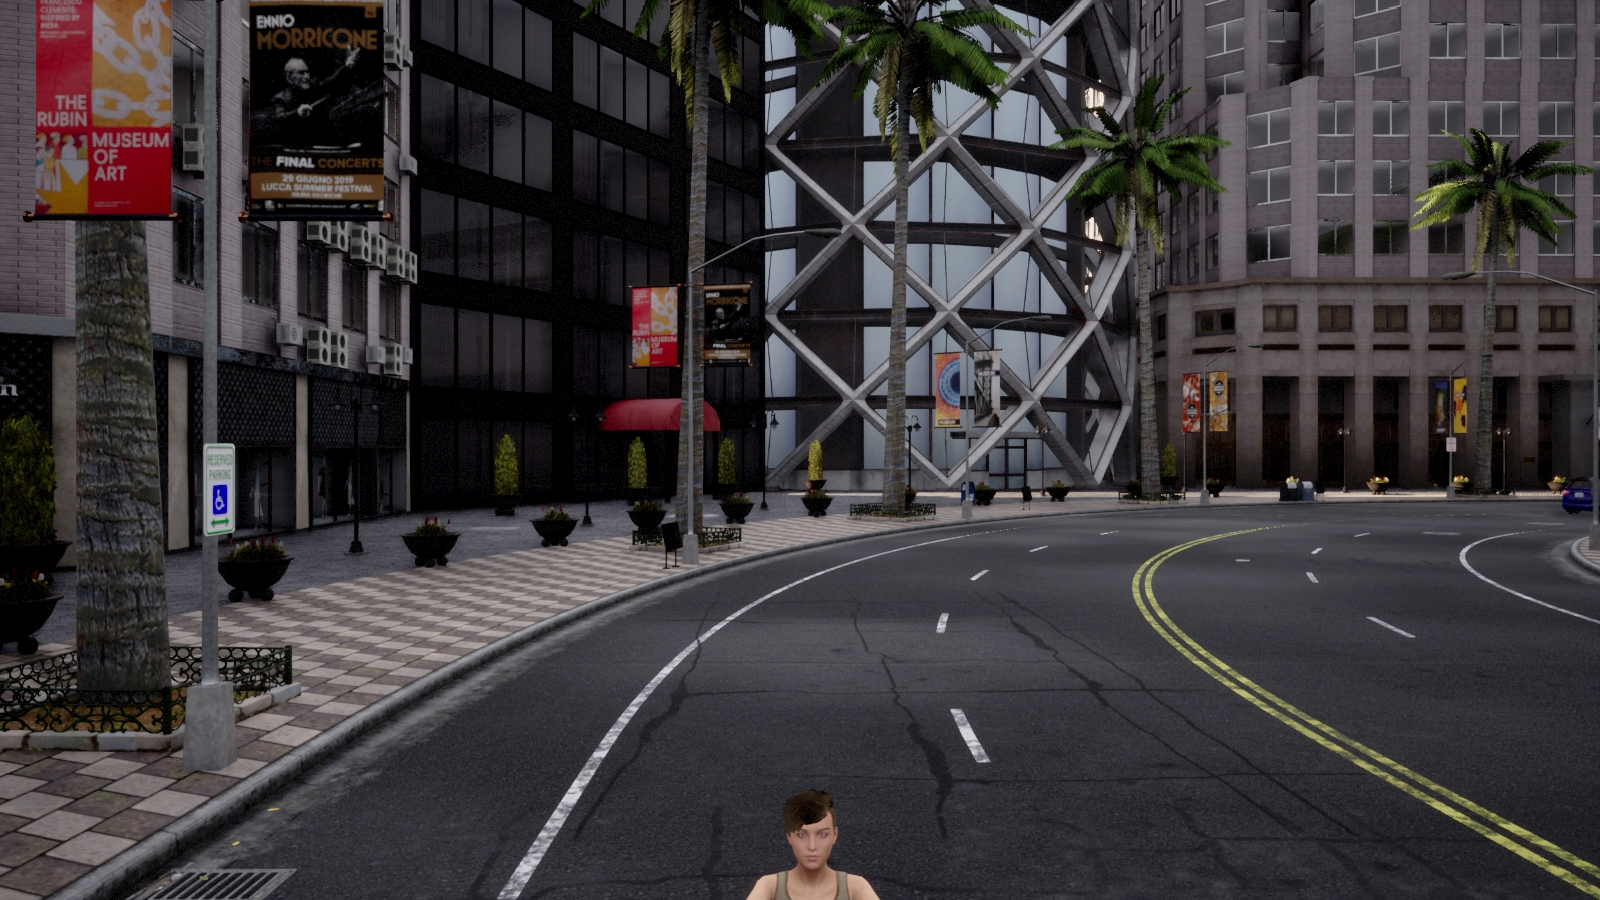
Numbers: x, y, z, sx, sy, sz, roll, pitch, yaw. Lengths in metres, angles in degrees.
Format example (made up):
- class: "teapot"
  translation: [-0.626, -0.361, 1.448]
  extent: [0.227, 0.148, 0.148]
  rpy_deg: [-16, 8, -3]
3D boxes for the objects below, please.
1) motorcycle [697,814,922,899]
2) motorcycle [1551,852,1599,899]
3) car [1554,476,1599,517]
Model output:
- class: "motorcycle"
  translation: [0.030, 2.170, 3.616]
  extent: [0.764, 1.277, 2.356]
  rpy_deg: [0, 0, 1]
- class: "motorcycle"
  translation: [3.471, 2.213, 3.654]
  extent: [0.803, 1.145, 2.033]
  rpy_deg: [0, 0, 0]
- class: "car"
  translation: [35.389, 1.968, 49.313]
  extent: [4.611, 1.667, 2.242]
  rpy_deg: [0, 0, -15]
